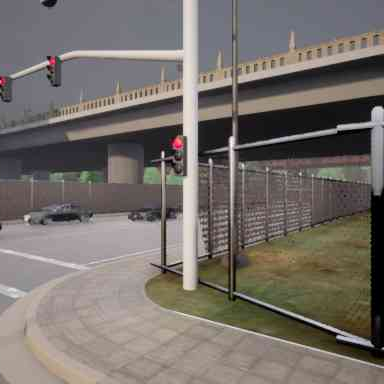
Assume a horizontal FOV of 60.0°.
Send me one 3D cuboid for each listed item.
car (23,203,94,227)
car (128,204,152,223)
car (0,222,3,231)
[{"bbox_3d":[-9.325,1.547,23.552,2.128,1.511,4.902,0,0,35],"label":"car"},{"bbox_3d":[-3.054,1.619,26.354,1.994,1.385,4.181,0,0,35],"label":"car"},{"bbox_3d":[-11.104,1.645,14.514,1.895,1.301,4.718,0,0,31],"label":"car"}]
